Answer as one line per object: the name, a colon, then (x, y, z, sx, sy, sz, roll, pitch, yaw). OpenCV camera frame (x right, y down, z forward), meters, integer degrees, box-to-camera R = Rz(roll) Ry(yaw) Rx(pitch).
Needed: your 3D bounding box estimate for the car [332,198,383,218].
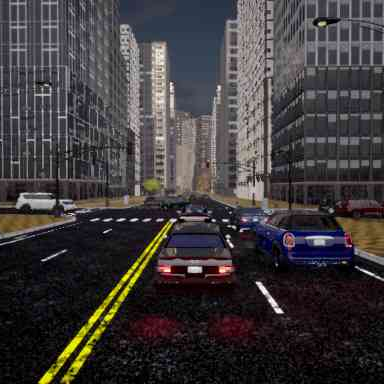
car: (16.260, 1.517, 30.950, 5.009, 1.841, 2.192, 1, 0, 1)

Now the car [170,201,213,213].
car: (0.136, 1.481, 18.668, 2.128, 1.511, 4.902, 0, 0, 0)

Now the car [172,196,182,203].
car: (-3.116, 1.541, 69.497, 1.895, 1.301, 4.718, 0, 0, 0)

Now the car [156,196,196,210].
car: (-1.767, 1.503, 40.269, 1.895, 1.301, 4.718, 0, 0, 37)

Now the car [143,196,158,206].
car: (-6.493, 1.466, 52.442, 1.837, 1.490, 4.892, 0, 0, 0)

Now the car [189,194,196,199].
car: (0.179, 1.277, 92.189, 2.033, 1.411, 5.357, 0, 0, 0)

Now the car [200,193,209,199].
car: (3.429, 1.093, 92.152, 2.097, 1.767, 4.553, 0, 0, 0)

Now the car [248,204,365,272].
car: (3.370, 1.347, 10.892, 2.097, 1.767, 4.553, 0, 0, 0)

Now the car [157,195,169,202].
car: (-6.360, 1.475, 72.992, 2.033, 1.411, 5.357, 0, 0, 0)

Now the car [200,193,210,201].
car: (3.409, 1.392, 81.763, 1.882, 1.535, 5.008, 0, 0, 0)

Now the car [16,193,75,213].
car: (-15.011, 1.103, 34.217, 5.566, 2.045, 2.150, 0, 1, -1)

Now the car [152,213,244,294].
car: (0.110, 1.543, 8.923, 2.033, 1.411, 5.357, 0, 0, 1)

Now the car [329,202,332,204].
car: (16.485, 1.614, 36.758, 4.892, 1.490, 1.837, 0, 1, -1)

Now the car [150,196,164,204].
car: (-6.440, 1.497, 62.322, 2.033, 1.411, 5.357, 0, 0, 0)

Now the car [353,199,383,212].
car: (21.885, 1.640, 39.226, 4.829, 1.417, 1.752, 1, 0, 1)

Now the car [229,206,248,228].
car: (3.390, 1.536, 20.277, 2.033, 1.411, 5.357, 0, 0, 0)

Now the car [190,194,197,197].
car: (0.159, 1.414, 81.772, 1.837, 1.490, 4.892, 0, 0, 0)

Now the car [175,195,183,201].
car: (-3.097, 1.426, 79.577, 1.837, 1.490, 4.892, 0, 0, 0)
